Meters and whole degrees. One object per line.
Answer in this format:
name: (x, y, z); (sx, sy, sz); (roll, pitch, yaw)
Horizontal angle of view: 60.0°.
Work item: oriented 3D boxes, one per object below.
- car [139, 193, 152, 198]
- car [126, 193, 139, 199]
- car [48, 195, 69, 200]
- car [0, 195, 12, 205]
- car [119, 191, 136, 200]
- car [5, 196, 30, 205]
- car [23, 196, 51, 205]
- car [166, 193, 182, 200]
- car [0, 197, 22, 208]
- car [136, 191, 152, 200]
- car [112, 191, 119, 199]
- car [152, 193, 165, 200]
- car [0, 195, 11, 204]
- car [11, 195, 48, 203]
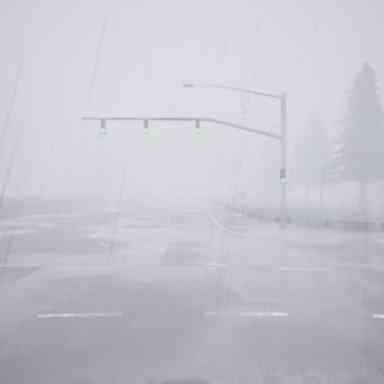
car: (-12.597, 0.938, 89.267); (1.812, 1.442, 4.674); (0, 0, -30)
car: (-15.745, 0.923, 87.737); (1.837, 1.490, 4.892); (0, 0, -30)
car: (-21.070, 1.237, 52.414); (1.882, 1.535, 5.008); (0, 0, 0)
car: (-31.657, 1.234, 54.436); (1.882, 1.535, 5.008); (0, 0, -3)
car: (-14.944, 1.117, 76.766); (1.882, 1.535, 5.008); (0, 0, -22)
car: (-28.084, 1.322, 53.591); (1.994, 1.385, 4.181); (0, 0, -3)
car: (-24.578, 1.307, 52.935); (2.033, 1.411, 5.357); (0, 0, 0)
car: (-3.787, 0.995, 76.285); (2.097, 1.767, 4.553); (0, 0, -18)
car: (-24.539, 1.365, 43.967); (1.994, 1.385, 4.181); (0, 0, 0)
car: (-11.623, 0.857, 77.862); (2.150, 2.045, 5.566); (0, 0, -22)
car: (-18.908, 0.658, 86.232); (2.150, 2.045, 5.566); (0, 0, -30)
car: (-8.621, 1.104, 79.865); (1.882, 1.535, 5.008); (0, 0, -22)
car: (-21.098, 1.350, 34.051); (1.837, 1.490, 4.892); (0, 0, 0)
car: (-21.059, 1.155, 43.190); (2.097, 1.767, 4.553); (0, 0, 0)
